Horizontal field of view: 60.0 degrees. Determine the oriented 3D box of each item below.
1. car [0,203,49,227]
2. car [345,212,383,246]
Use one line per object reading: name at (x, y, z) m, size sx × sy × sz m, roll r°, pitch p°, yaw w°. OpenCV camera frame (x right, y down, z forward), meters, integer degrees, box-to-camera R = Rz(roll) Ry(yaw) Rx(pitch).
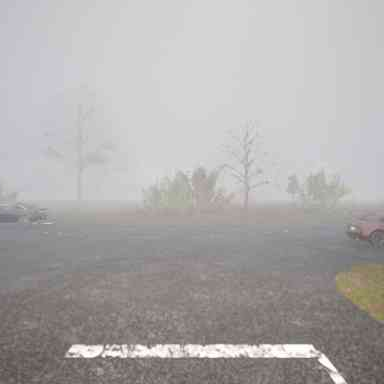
car at (-11.783, 1.435, 21.398) m, size 4.902 × 1.511 × 2.128 m, roll 0°, pitch 0°, yaw -2°
car at (9.168, 1.601, 14.907) m, size 4.181 × 1.385 × 1.994 m, roll 0°, pitch 0°, yaw -2°
